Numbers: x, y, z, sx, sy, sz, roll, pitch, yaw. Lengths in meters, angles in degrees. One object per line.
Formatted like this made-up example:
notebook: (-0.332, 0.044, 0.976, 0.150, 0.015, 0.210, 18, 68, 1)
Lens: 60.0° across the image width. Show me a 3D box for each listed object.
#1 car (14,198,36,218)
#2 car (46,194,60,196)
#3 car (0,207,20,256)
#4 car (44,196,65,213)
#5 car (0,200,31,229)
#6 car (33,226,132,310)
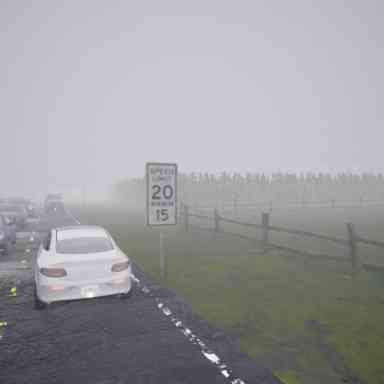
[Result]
car: (-15.427, 1.357, 30.190, 2.097, 1.767, 4.553, 0, 0, -23)
car: (-19.007, 1.227, 45.555, 2.150, 2.045, 5.566, 0, 0, -23)
car: (-7.951, 1.529, 12.886, 1.812, 1.442, 4.674, 0, 0, -24)
car: (-14.990, 1.510, 36.425, 1.837, 1.490, 4.892, 0, 0, -23)
car: (-11.534, 1.509, 21.156, 1.837, 1.490, 4.892, 0, 0, -23)
car: (-2.683, 1.528, 7.890, 1.812, 1.442, 4.674, 0, 0, -23)
